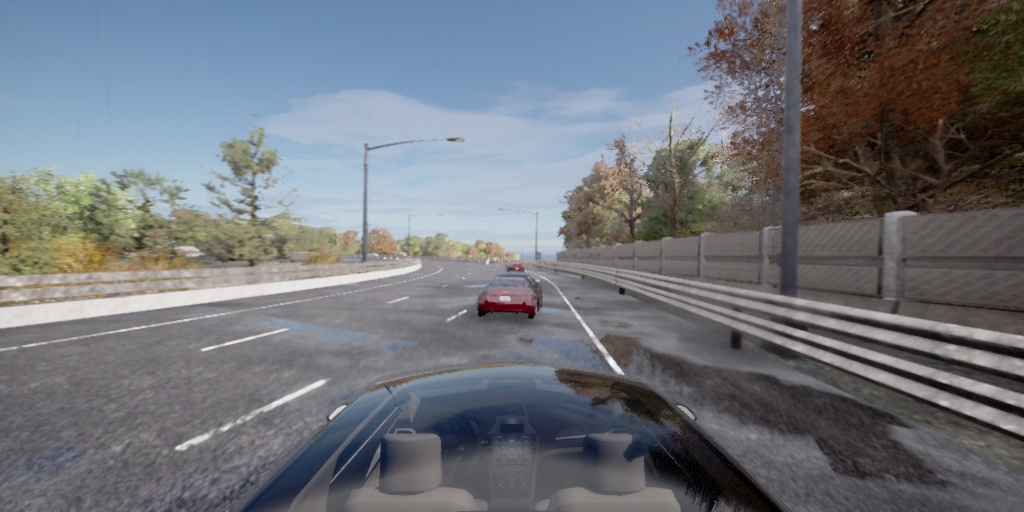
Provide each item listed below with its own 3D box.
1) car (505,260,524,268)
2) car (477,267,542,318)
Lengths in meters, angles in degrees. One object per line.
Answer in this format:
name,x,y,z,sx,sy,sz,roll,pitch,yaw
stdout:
car,0.310,1.193,41.799,1.812,1.442,4.674,1,0,-6
car,0.047,1.292,13.102,1.994,1.385,4.181,1,0,8
